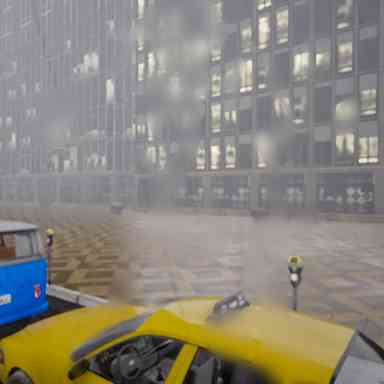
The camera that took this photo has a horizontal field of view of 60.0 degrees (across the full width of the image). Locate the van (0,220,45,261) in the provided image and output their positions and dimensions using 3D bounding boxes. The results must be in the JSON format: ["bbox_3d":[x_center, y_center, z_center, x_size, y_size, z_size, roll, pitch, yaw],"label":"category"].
[{"bbox_3d":[-4.276,1.345,5.916,3.998,1.788,1.690,0,0,35],"label":"van"}]

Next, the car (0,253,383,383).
[{"bbox_3d":[0.085,1.526,2.807,4.829,1.417,1.752,0,0,35],"label":"car"}]
